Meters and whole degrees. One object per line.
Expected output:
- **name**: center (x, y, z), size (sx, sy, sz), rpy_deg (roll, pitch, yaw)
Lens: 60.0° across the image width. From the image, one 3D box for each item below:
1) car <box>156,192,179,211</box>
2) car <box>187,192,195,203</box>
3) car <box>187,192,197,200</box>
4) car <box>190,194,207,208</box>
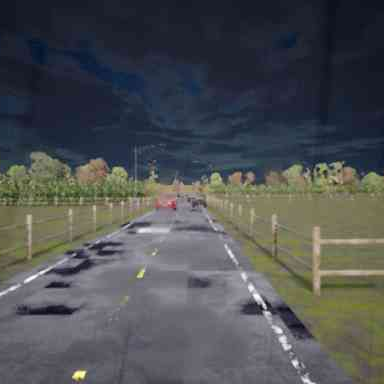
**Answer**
- **car**: center (-2.840, 1.072, 38.141), size (2.150, 2.045, 5.566), rpy_deg (0, 0, 0)
- **car**: center (0.007, 1.267, 63.360), size (1.812, 1.442, 4.674), rpy_deg (0, 0, 0)
- **car**: center (0.008, 0.878, 76.594), size (2.097, 1.767, 4.553), rpy_deg (0, 0, 0)
- **car**: center (0.966, 1.329, 44.719), size (1.837, 1.490, 4.892), rpy_deg (0, 0, 0)
